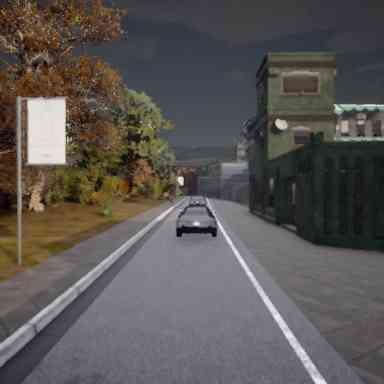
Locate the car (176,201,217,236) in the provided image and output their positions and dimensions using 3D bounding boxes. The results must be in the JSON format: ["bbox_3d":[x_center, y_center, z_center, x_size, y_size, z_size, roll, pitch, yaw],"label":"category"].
[{"bbox_3d":[0.238,1.364,17.029,1.994,1.385,4.181,0,1,1],"label":"car"}]

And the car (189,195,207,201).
[{"bbox_3d":[0.626,1.033,35.921,2.033,1.411,5.357,0,1,2],"label":"car"}]
